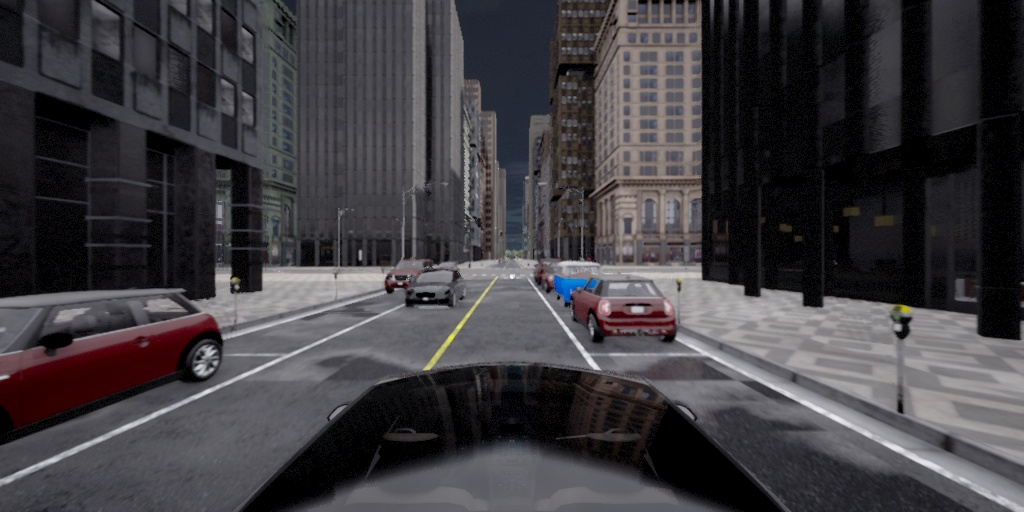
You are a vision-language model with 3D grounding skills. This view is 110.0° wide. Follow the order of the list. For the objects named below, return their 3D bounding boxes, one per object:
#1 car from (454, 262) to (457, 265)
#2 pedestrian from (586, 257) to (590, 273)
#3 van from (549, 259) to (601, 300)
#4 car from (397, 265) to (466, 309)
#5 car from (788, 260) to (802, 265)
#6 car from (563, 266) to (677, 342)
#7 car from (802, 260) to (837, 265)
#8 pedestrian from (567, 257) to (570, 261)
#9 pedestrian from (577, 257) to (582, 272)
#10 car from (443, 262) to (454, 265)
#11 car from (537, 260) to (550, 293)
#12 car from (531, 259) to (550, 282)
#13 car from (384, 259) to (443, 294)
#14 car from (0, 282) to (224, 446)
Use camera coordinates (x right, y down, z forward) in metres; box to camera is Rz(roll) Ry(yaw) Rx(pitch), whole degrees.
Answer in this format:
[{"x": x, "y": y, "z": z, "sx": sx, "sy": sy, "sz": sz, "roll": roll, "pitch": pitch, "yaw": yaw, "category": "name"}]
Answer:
[{"x": -5.759, "y": 1.270, "z": 32.225, "sx": 1.967, "sy": 1.591, "sz": 4.097, "roll": 0, "pitch": 0, "yaw": 0, "category": "car"}, {"x": 8.140, "y": 0.999, "z": 38.305, "sx": 0.375, "sy": 1.860, "sz": 0.375, "roll": 0, "pitch": 0, "yaw": 0, "category": "pedestrian"}, {"x": 2.764, "y": 1.126, "z": 15.420, "sx": 1.690, "sy": 1.789, "sz": 3.998, "roll": 0, "pitch": 0, "yaw": 0, "category": "van"}, {"x": -3.096, "y": 1.290, "z": 15.271, "sx": 1.837, "sy": 1.490, "sz": 4.892, "roll": 0, "pitch": 0, "yaw": 0, "category": "car"}, {"x": 39.551, "y": 1.259, "z": 47.688, "sx": 4.902, "sy": 1.511, "sz": 2.128, "roll": 0, "pitch": 0, "yaw": 0, "category": "car"}, {"x": 2.764, "y": 1.211, "z": 9.817, "sx": 1.967, "sy": 1.591, "sz": 4.097, "roll": 0, "pitch": 0, "yaw": 0, "category": "car"}, {"x": 39.534, "y": 1.264, "z": 44.438, "sx": 4.902, "sy": 1.511, "sz": 2.128, "roll": 0, "pitch": 0, "yaw": 0, "category": "car"}, {"x": 6.140, "y": 0.993, "z": 38.905, "sx": 0.375, "sy": 1.860, "sz": 0.375, "roll": 0, "pitch": 0, "yaw": 0, "category": "pedestrian"}, {"x": 7.140, "y": 0.991, "z": 37.705, "sx": 0.375, "sy": 1.860, "sz": 0.375, "roll": 0, "pitch": 0, "yaw": 0, "category": "pedestrian"}, {"x": -5.760, "y": 1.341, "z": 26.453, "sx": 1.751, "sy": 1.417, "sz": 4.829, "roll": 0, "pitch": 0, "yaw": 0, "category": "car"}, {"x": 2.765, "y": 1.240, "z": 21.021, "sx": 1.967, "sy": 1.591, "sz": 4.097, "roll": 0, "pitch": 0, "yaw": 0, "category": "car"}, {"x": 2.766, "y": 1.130, "z": 26.623, "sx": 2.192, "sy": 1.841, "sz": 5.009, "roll": 0, "pitch": 0, "yaw": 0, "category": "car"}, {"x": -5.760, "y": 1.115, "z": 21.021, "sx": 2.192, "sy": 1.841, "sz": 5.009, "roll": 0, "pitch": 0, "yaw": 0, "category": "car"}, {"x": -5.763, "y": 1.196, "z": 4.214, "sx": 1.967, "sy": 1.591, "sz": 4.097, "roll": 0, "pitch": 0, "yaw": 0, "category": "car"}]
